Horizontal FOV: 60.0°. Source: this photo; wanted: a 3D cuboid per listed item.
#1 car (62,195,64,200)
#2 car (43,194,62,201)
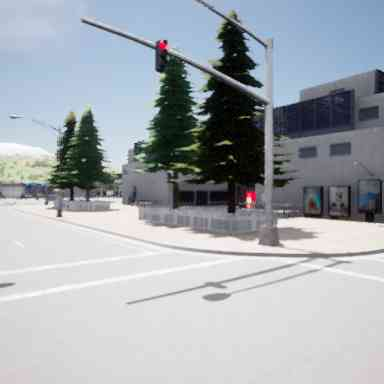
[{"bbox_3d":[-30.670,1.169,75.886,1.970,1.475,3.806,0,0,-37],"label":"car"},{"bbox_3d":[-28.630,1.181,68.154,1.845,1.501,3.633,0,0,-37],"label":"car"}]
